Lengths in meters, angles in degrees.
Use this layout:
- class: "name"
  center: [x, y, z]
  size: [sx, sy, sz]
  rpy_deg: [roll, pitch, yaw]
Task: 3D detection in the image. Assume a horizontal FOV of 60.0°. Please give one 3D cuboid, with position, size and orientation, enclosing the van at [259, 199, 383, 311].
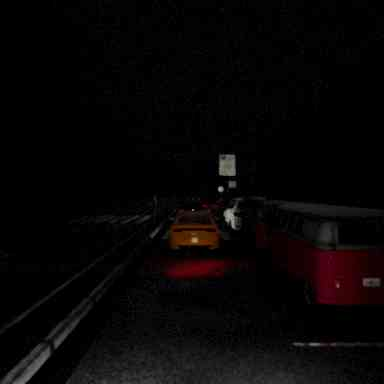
- class: "van"
  center: [3.049, 1.277, 7.821]
  size: [1.878, 1.987, 4.442]
  rpy_deg: [0, 0, 0]

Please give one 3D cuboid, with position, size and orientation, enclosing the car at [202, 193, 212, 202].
- class: "car"
  center: [2.924, 1.118, 65.640]
  size: [1.882, 1.535, 5.008]
  rpy_deg: [0, 2, 0]

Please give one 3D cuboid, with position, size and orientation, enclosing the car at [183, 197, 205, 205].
- class: "car"
  center: [0.099, 1.560, 35.460]
  size: [1.837, 1.490, 4.892]
  rpy_deg: [0, 0, 0]

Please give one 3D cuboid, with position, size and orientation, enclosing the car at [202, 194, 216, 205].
- class: "car"
  center: [2.924, 1.208, 57.721]
  size: [2.097, 1.767, 4.553]
  rpy_deg: [0, 2, 0]

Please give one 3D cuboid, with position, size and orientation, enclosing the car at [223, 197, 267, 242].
- class: "car"
  center: [3.049, 1.273, 18.826]
  size: [2.435, 2.045, 5.566]
  rpy_deg: [0, 0, 0]

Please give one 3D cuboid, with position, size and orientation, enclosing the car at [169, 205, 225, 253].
- class: "car"
  center: [0.097, 1.514, 13.949]
  size: [1.882, 1.535, 5.008]
  rpy_deg: [0, 0, 0]
